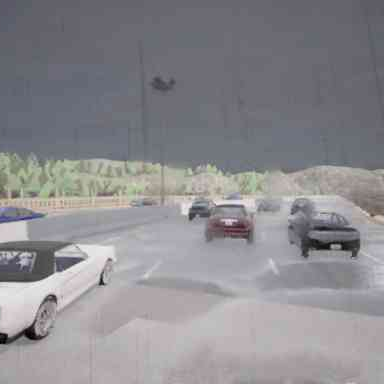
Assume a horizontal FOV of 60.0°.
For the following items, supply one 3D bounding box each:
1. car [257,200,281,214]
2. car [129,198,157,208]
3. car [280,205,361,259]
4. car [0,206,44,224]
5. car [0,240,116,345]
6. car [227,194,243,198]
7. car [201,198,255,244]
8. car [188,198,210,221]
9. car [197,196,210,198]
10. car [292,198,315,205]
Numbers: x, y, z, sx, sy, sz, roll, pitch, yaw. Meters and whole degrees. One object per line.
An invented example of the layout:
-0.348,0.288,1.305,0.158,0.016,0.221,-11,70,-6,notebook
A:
8.481,1.585,36.384,2.033,1.411,5.357,0,0,24,car
-6.686,1.518,45.805,2.128,1.511,4.902,0,0,24,car
4.861,1.496,12.774,2.128,1.511,4.902,0,0,9,car
-9.019,1.439,15.594,1.882,1.535,5.008,0,0,10,car
-3.001,1.583,6.456,1.895,1.301,4.718,0,0,5,car
7.693,1.327,60.487,2.150,2.045,5.566,0,0,24,car
1.957,1.347,16.175,2.097,1.767,4.553,0,0,11,car
1.128,1.506,26.890,1.837,1.490,4.892,0,0,17,car
1.706,1.434,55.766,2.097,1.767,4.553,0,0,25,car
11.554,1.393,34.513,2.097,1.767,4.553,0,0,23,car
